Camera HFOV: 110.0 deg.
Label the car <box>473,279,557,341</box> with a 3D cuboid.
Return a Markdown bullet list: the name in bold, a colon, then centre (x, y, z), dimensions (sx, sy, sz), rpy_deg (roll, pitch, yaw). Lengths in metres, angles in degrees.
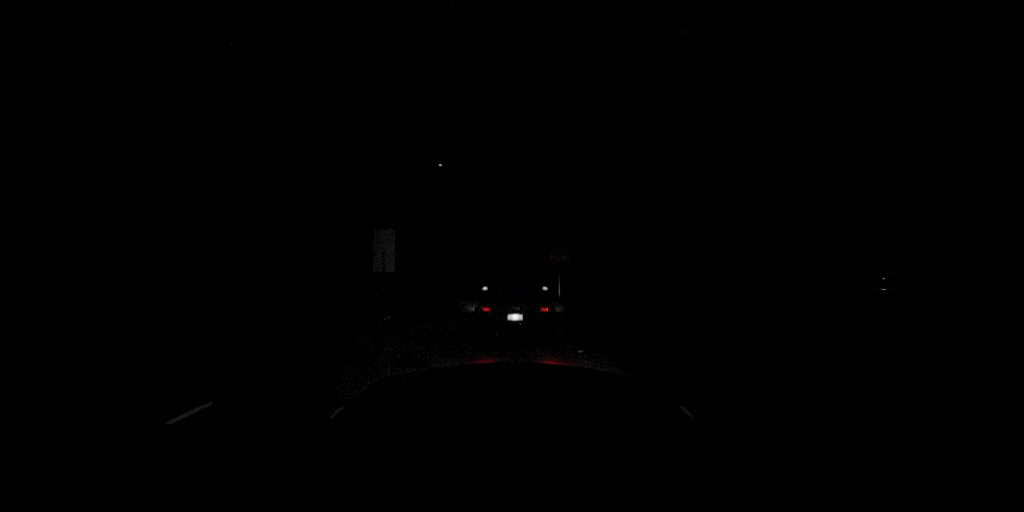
- **car**: centre (0.085, 1.324, 9.930), dimensions (1.994, 1.385, 4.181), rpy_deg (0, 0, 0)

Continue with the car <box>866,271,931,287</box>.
- **car**: centre (35.051, 2.043, 32.530), dimensions (4.674, 1.442, 1.812), rpy_deg (1, -1, 1)
